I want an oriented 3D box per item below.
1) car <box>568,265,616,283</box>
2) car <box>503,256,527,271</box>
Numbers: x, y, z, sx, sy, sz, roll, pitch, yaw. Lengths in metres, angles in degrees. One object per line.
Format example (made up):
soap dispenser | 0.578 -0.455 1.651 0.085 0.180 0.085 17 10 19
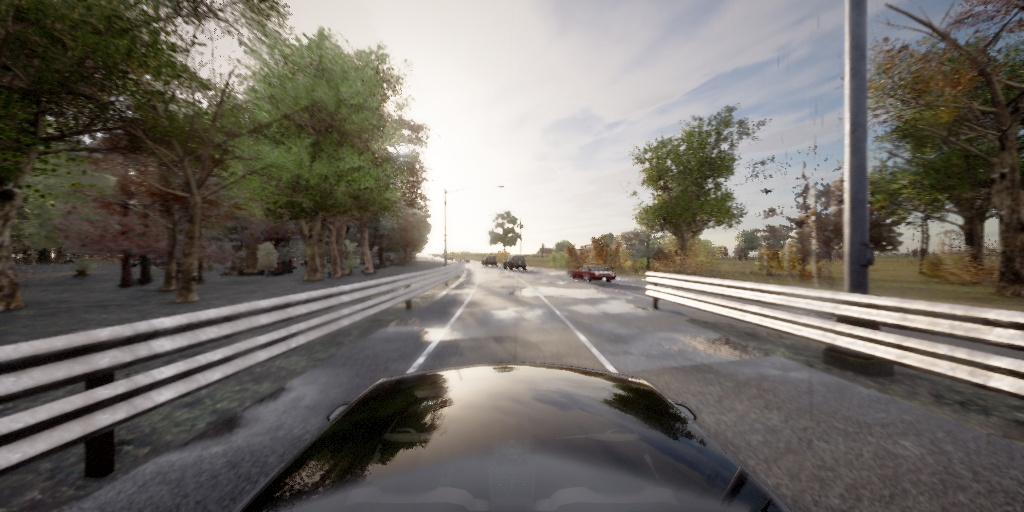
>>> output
car | 6.011 1.362 27.636 1.895 1.301 4.718 1 0 -15
car | 0.323 0.956 48.836 2.150 2.045 5.566 0 0 -15
